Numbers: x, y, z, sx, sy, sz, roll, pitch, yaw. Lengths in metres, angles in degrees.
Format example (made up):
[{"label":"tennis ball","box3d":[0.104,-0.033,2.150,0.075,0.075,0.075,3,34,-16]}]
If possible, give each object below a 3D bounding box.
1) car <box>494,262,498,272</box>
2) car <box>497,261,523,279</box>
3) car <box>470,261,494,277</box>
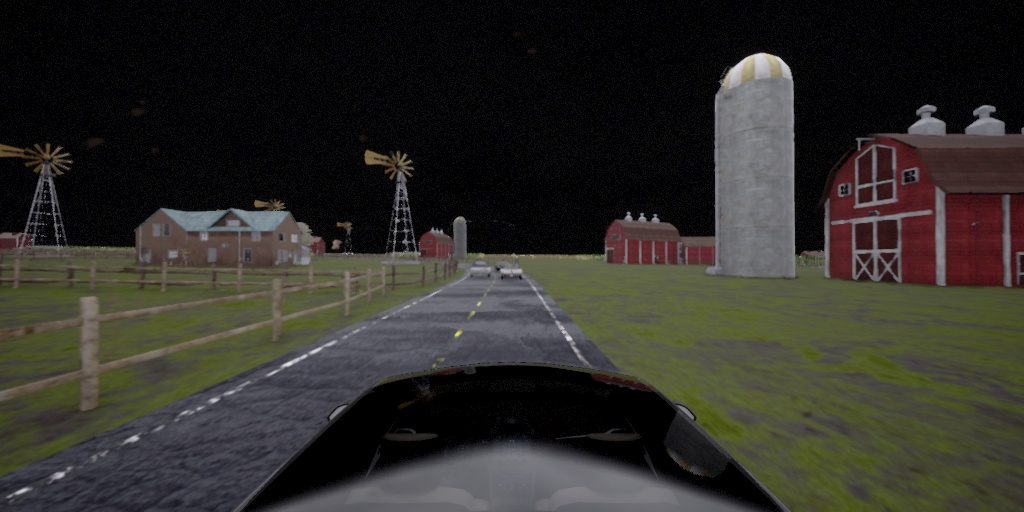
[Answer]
[{"label":"car","box3d":[-1.324,1.325,45.804,1.895,1.301,4.718,0,0,-7]},{"label":"car","box3d":[-0.121,1.343,32.019,1.895,1.301,4.718,0,0,-2]},{"label":"car","box3d":[-3.000,1.338,34.900,1.895,1.301,4.718,0,0,-2]}]
